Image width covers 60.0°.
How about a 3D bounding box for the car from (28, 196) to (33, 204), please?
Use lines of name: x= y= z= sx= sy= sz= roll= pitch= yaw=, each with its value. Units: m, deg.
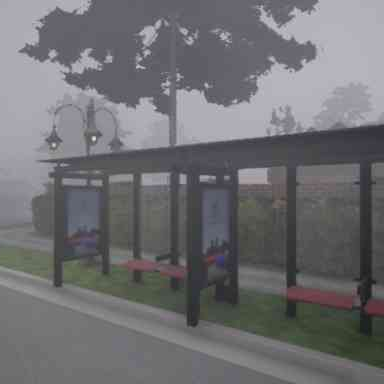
car: x=-24.984 y=1.255 z=49.863 sx=3.806 sy=1.475 sz=1.970 roll=0 pitch=0 yaw=36
